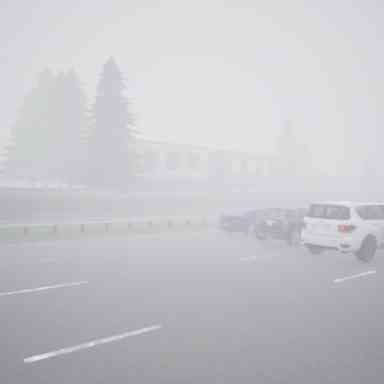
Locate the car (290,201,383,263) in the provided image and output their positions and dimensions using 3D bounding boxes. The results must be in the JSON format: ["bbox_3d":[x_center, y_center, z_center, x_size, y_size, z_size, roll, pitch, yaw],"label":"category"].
[{"bbox_3d":[6.562,1.363,12.841,5.566,2.045,2.150,0,0,-35],"label":"car"}]

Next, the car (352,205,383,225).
[{"bbox_3d":[15.459,1.876,27.771,4.181,1.385,1.994,1,0,-35],"label":"car"}]

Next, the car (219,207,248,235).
[{"bbox_3d":[3.872,1.634,19.500,5.008,1.535,1.882,0,0,-35],"label":"car"}]

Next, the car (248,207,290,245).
[{"bbox_3d":[5.235,1.499,16.181,4.553,1.767,2.097,1,-1,-35],"label":"car"}]
